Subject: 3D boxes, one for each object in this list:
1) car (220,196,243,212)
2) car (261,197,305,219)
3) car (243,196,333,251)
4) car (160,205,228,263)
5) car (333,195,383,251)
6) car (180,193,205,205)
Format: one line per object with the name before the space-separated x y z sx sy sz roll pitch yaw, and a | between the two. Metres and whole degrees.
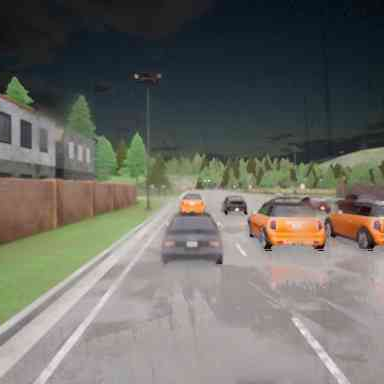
car | 3.550 1.079 28.423 1.837 1.490 4.892 0 1 0
car | 7.028 1.153 26.215 2.033 1.411 5.357 0 1 1
car | 3.548 1.150 13.299 2.097 1.767 4.553 0 1 1
car | 0.026 1.378 11.217 2.033 1.411 5.357 0 1 1
car | 7.048 1.151 13.277 2.097 1.767 4.553 0 1 1
car | 0.048 0.926 28.292 2.097 1.767 4.553 0 1 0
